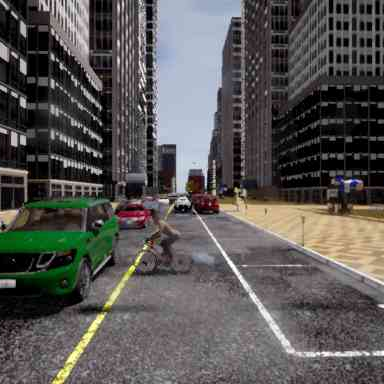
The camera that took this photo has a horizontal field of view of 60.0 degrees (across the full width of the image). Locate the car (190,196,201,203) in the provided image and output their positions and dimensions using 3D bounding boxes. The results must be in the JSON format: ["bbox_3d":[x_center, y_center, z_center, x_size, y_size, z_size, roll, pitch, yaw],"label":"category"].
[{"bbox_3d":[0.668,1.549,67.993,2.008,1.369,4.403,0,0,-2],"label":"car"}]

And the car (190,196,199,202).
[{"bbox_3d":[0.495,1.523,73.699,1.752,1.417,4.829,0,0,-2],"label":"car"}]

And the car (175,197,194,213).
[{"bbox_3d":[-1.006,1.602,37.709,1.895,1.301,4.718,0,0,-2],"label":"car"}]

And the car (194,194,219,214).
[{"bbox_3d":[1.678,1.317,34.772,2.192,1.841,5.009,0,0,-2],"label":"car"}]

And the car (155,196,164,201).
[{"bbox_3d":[-8.213,1.578,84.348,1.802,1.307,4.206,0,0,-2],"label":"car"}]

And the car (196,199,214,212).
[{"bbox_3d":[1.509,1.546,40.308,1.887,1.381,4.507,0,0,-2],"label":"car"}]

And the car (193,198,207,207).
[{"bbox_3d":[1.173,1.566,51.383,1.947,1.339,4.313,0,0,-2],"label":"car"}]

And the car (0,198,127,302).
[{"bbox_3d":[-3.322,1.216,8.581,2.150,2.045,5.566,0,1,-2],"label":"car"}]

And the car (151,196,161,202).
[{"bbox_3d":[-7.876,1.580,73.274,1.802,1.307,4.206,0,0,-2],"label":"car"}]

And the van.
[{"bbox_3d":[-6.193,1.342,17.907,1.690,1.788,3.998,0,0,-2],"label":"van"}]

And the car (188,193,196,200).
[{"bbox_3d":[-0.004,1.310,90.139,2.192,1.841,5.009,0,0,-2],"label":"car"}]

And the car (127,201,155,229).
[{"bbox_3d":[-3.714,1.527,21.694,1.812,1.442,4.674,0,0,-2],"label":"car"}]

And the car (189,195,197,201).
[{"bbox_3d":[0.163,1.562,84.603,1.947,1.339,4.313,0,0,-2],"label":"car"}]

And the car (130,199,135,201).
[{"bbox_3d":[-6.699,1.567,34.517,1.947,1.339,4.313,0,0,-2],"label":"car"}]

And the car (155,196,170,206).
[{"bbox_3d":[-4.707,1.526,54.389,1.812,1.442,4.674,0,0,-2],"label":"car"}]

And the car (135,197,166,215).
[{"bbox_3d":[-4.006,1.549,32.678,2.033,1.411,5.357,0,0,-1],"label":"car"}]

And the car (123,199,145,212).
[{"bbox_3d":[-6.867,1.552,40.053,2.008,1.369,4.403,0,0,-2],"label":"car"}]

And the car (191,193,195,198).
[{"bbox_3d":[1.342,1.316,45.846,2.192,1.841,5.009,0,0,-2],"label":"car"}]

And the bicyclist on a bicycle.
[{"bbox_3d":[-0.802,1.453,9.111,1.656,1.620,0.582,-1,0,-2],"label":"bicyclist on a bicycle"}]

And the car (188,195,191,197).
[{"bbox_3d":[-1.338,1.526,48.582,1.812,1.442,4.674,0,0,-2],"label":"car"}]
